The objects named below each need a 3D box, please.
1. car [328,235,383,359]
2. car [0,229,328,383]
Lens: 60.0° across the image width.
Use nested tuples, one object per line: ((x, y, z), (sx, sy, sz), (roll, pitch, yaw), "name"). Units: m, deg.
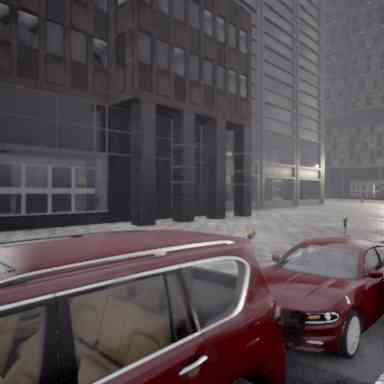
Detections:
((2.595, 1.537, 6.071), (1.887, 1.381, 4.507), (0, 0, 45), "car")
((-1.279, 1.315, 2.131), (2.192, 1.841, 5.009), (0, 0, 45), "car")
